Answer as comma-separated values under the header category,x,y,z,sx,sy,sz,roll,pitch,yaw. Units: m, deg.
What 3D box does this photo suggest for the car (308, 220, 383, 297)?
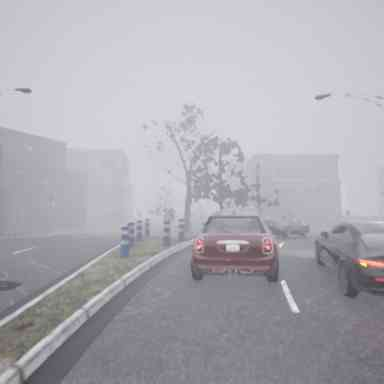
category,x,y,z,sx,sy,sz,roll,pitch,yaw
car,4.251,1.413,8.029,1.812,1.442,4.674,-1,1,10

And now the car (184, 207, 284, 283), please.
category,x,y,z,sx,sy,sz,roll,pitch,yaw
car,1.329,1.289,9.731,2.097,1.767,4.553,-1,0,11

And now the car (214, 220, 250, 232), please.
category,x,y,z,sx,sy,sz,roll,pitch,yaw
car,5.501,4.725,46.262,1.837,1.490,4.892,4,-7,-45

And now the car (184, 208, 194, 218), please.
category,x,y,z,sx,sy,sz,roll,pitch,yaw
car,-0.688,5.390,85.267,2.150,2.045,5.566,0,0,5

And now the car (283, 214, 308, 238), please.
category,x,y,z,sx,sy,sz,roll,pitch,yaw
car,5.531,2.085,20.398,2.033,1.411,5.357,-5,-7,37
